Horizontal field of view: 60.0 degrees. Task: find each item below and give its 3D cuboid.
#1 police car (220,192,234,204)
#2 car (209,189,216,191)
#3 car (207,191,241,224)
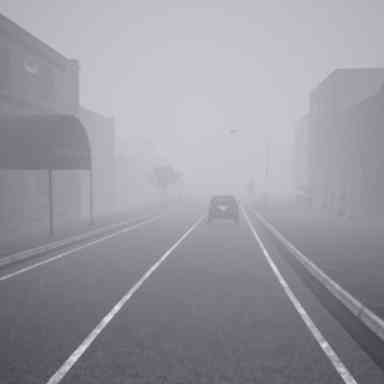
[{"bbox_3d":[5.285,0.809,49.466,1.930,1.638,5.238,1,1,7],"label":"police car"},{"bbox_3d":[4.565,0.086,73.371,1.812,1.442,4.674,1,2,7],"label":"car"},{"bbox_3d":[2.329,1.173,24.085,2.150,2.045,5.566,1,1,7],"label":"car"}]
